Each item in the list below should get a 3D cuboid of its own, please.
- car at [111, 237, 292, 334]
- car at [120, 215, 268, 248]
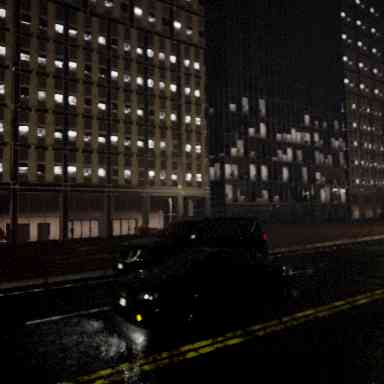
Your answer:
[{"bbox_3d":[0.303,2.006,7.688,4.181,1.385,1.994,0,-4,-33],"label":"car"},{"bbox_3d":[0.172,1.880,11.490,5.566,2.045,2.150,0,-4,-33],"label":"car"}]
